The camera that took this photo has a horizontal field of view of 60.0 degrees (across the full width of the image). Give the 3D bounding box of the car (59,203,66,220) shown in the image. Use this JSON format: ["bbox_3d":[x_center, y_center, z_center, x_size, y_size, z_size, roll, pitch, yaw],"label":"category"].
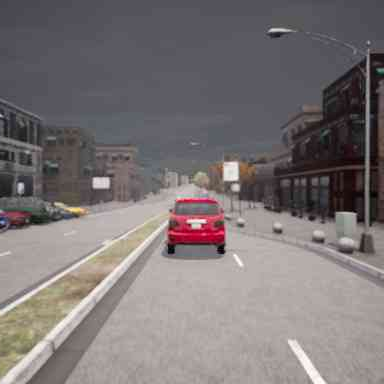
[{"bbox_3d":[-13.089,1.537,26.915,4.553,1.767,2.185,0,-1,0],"label":"car"}]

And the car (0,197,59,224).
[{"bbox_3d":[-13.139,1.375,24.161,5.566,2.045,2.435,0,-1,0],"label":"car"}]

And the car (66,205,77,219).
[{"bbox_3d":[-13.135,1.743,29.668,4.674,1.452,2.002,0,-1,0],"label":"car"}]

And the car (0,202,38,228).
[{"bbox_3d":[-13.105,1.593,21.402,5.008,1.535,2.097,0,-1,0],"label":"car"}]

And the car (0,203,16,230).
[{"bbox_3d":[-13.085,1.563,18.647,5.008,1.535,2.097,0,-1,0],"label":"car"}]

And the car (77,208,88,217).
[{"bbox_3d":[-12.956,1.745,32.426,5.366,1.575,1.946,0,-1,0],"label":"car"}]

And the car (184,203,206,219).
[{"bbox_3d":[0.334,1.865,34.089,2.033,1.411,5.357,0,-1,1],"label":"car"}]

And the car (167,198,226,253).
[{"bbox_3d":[0.170,1.274,14.031,2.150,2.045,5.566,0,0,0],"label":"car"}]
